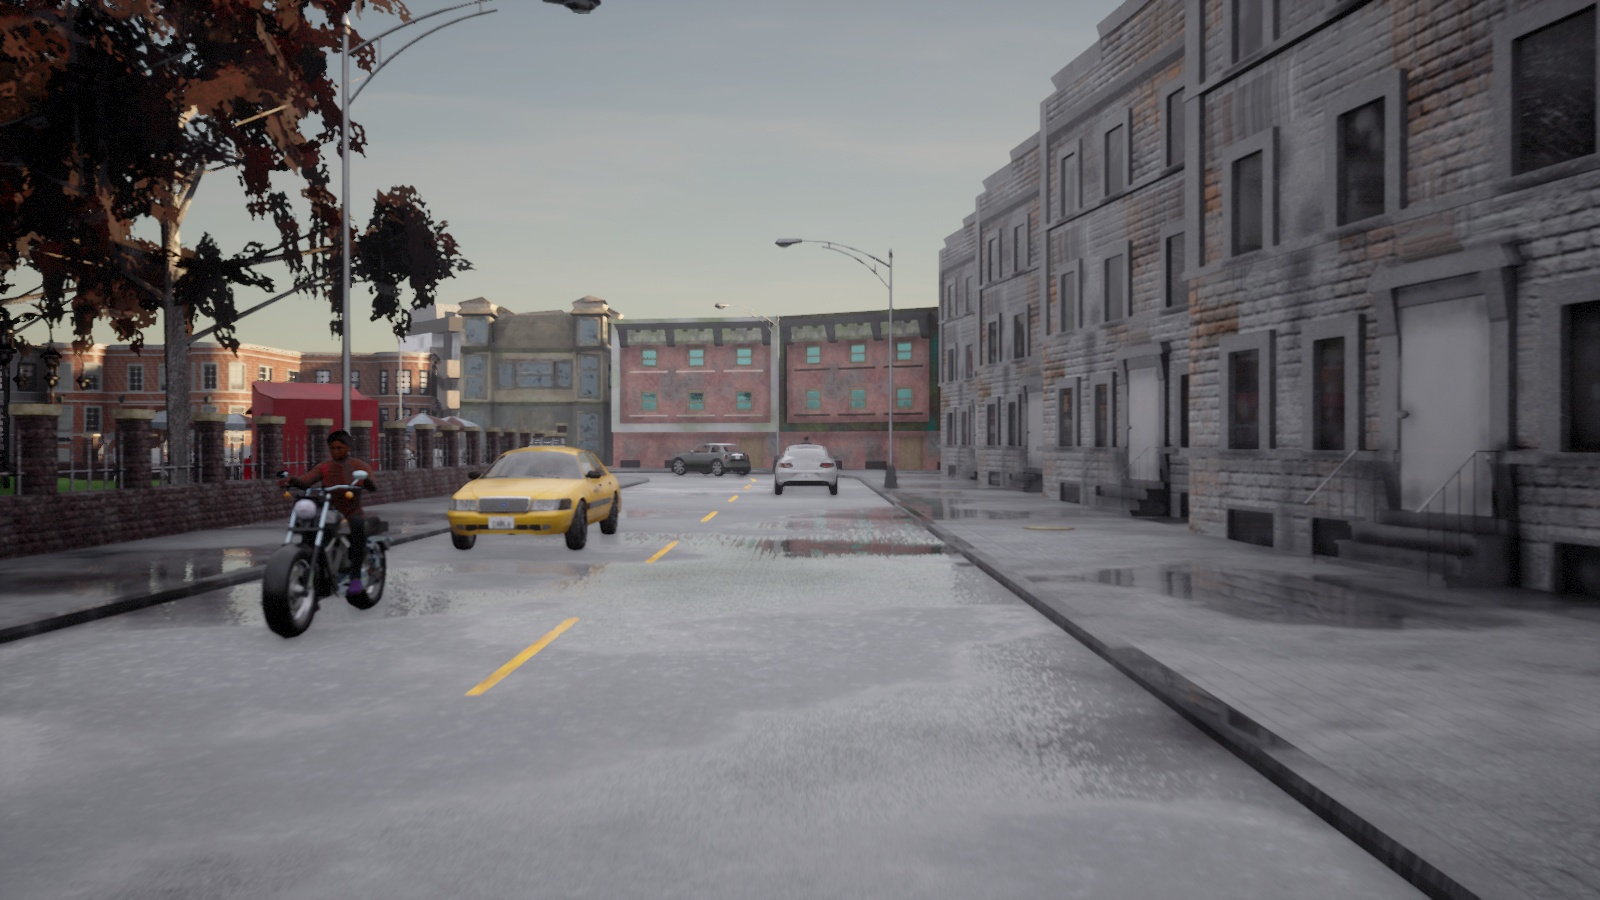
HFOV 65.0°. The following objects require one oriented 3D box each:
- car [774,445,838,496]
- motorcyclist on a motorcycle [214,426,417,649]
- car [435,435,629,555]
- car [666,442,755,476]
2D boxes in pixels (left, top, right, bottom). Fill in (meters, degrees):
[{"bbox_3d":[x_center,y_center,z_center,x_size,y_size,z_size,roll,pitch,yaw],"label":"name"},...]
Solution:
[{"bbox_3d":[0.185,0.559,37.877,1.812,1.442,4.674,0,0,0],"label":"car"},{"bbox_3d":[-3.934,0.635,10.442,0.766,1.649,2.350,0,0,0],"label":"motorcyclist on a motorcycle"},{"bbox_3d":[-3.896,0.574,19.205,1.801,1.575,5.366,0,0,0],"label":"car"},{"bbox_3d":[-4.144,0.384,57.834,3.806,1.475,1.970,0,0,42],"label":"car"}]
